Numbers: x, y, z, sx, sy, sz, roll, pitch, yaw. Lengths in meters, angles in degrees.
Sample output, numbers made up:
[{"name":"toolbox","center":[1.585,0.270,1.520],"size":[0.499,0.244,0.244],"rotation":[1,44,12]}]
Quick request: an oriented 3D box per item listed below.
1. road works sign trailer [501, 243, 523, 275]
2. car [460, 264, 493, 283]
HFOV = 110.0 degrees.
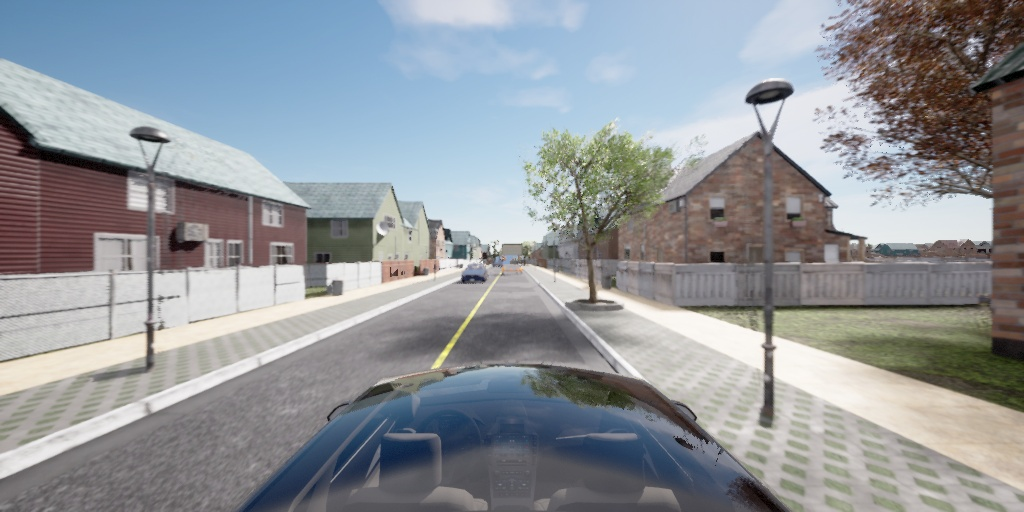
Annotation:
[{"name":"road works sign trailer","center":[0.000,0.322,40.352],"size":[2.380,3.560,2.880],"rotation":[0,0,0]},{"name":"car","center":[-2.849,1.353,28.438],"size":[2.033,1.411,5.357],"rotation":[0,0,0]}]
